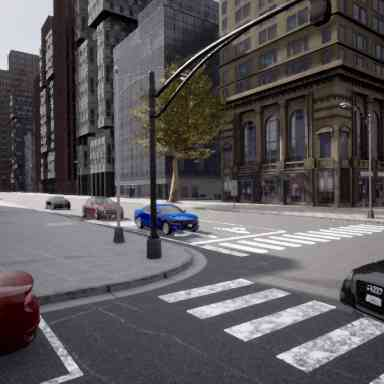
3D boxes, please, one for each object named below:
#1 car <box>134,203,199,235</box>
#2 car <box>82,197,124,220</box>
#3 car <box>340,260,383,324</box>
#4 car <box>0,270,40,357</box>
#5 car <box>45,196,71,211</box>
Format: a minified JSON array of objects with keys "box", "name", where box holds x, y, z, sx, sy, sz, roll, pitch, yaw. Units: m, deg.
[{"box":[-1.560,1.422,19.009,1.882,1.535,5.008,-1,1,-36],"name":"car"},{"box":[-7.233,1.217,26.822,2.097,1.767,4.553,-1,1,-36],"name":"car"},{"box":[4.837,1.562,5.942,4.181,1.385,1.994,0,0,-17],"name":"car"},{"box":[-4.157,1.545,3.672,4.507,1.381,1.887,0,-1,-36],"name":"car"},{"box":[-15.307,1.232,37.961,1.882,1.535,5.008,-1,1,-36],"name":"car"}]
